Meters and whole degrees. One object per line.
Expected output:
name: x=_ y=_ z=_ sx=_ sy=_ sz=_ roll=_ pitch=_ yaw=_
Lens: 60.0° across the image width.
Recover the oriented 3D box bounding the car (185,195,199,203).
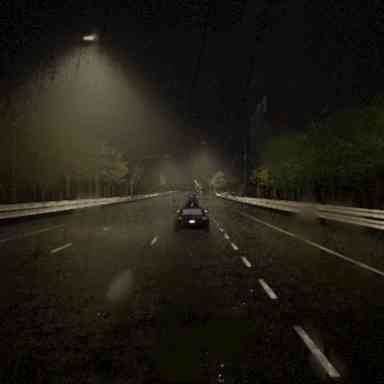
car: x=0.004 y=1.496 z=45.129 sx=1.812 sy=1.442 sz=4.674 roll=0 pitch=0 yaw=0

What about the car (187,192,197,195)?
car: x=0.006 y=1.080 z=81.209 sx=2.150 sy=2.045 sz=5.566 roll=0 pitch=0 yaw=0

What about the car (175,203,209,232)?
car: x=0.001 y=1.564 z=19.989 sx=1.994 sy=1.385 sz=4.181 roll=0 pitch=0 yaw=0
